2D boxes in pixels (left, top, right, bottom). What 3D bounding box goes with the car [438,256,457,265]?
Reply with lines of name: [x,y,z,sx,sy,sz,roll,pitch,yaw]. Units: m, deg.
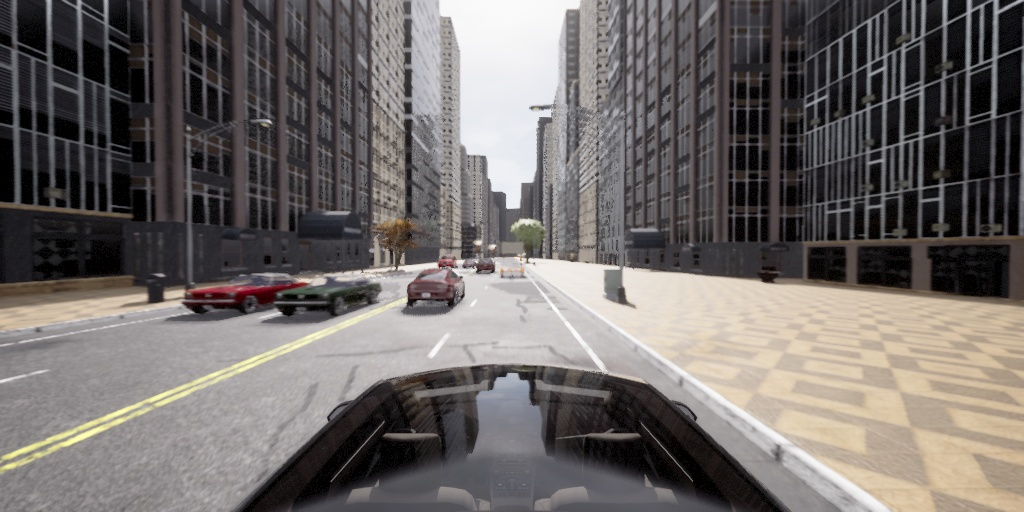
car: [-9.787,0.973,54.911,2.150,2.045,5.566,0,0,1]

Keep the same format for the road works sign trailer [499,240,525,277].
road works sign trailer: [0.021,0.213,35.901,2.380,3.560,2.880,0,0,1]

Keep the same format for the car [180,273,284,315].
car: [-9.847,1.350,13.831,1.895,1.301,4.718,0,0,0]

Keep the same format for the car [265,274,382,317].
car: [-6.597,1.350,13.427,1.895,1.301,4.718,0,0,0]

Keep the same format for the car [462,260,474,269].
car: [-6.540,1.273,54.972,1.812,1.442,4.674,0,0,1]

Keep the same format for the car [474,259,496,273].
car: [-3.146,1.100,44.582,2.097,1.767,4.553,0,0,0]

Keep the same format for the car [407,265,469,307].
car: [-3.149,1.275,15.449,1.812,1.442,4.674,0,0,0]
